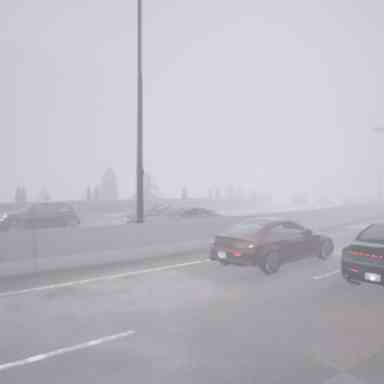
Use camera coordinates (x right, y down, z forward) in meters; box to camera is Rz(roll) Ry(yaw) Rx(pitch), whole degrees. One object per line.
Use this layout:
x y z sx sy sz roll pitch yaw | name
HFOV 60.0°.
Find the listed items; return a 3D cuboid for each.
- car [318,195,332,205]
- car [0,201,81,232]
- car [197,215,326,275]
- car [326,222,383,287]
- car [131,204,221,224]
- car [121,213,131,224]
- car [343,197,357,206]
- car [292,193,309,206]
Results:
22.201 1.251 55.425 2.097 1.767 4.553 0 0 22 | car
-8.974 1.372 19.338 4.553 1.767 2.097 0 0 -38 | car
2.574 1.512 10.408 4.674 1.442 1.812 0 0 -40 | car
5.545 1.483 8.351 4.892 1.490 1.837 0 0 -40 | car
-0.456 1.498 17.304 4.892 1.490 1.837 0 0 -41 | car
-2.019 1.488 20.576 4.902 1.511 2.128 0 0 -42 | car
24.027 1.443 50.705 2.033 1.411 5.357 0 0 24 | car
17.137 1.138 52.482 2.150 2.045 5.566 0 0 24 | car
